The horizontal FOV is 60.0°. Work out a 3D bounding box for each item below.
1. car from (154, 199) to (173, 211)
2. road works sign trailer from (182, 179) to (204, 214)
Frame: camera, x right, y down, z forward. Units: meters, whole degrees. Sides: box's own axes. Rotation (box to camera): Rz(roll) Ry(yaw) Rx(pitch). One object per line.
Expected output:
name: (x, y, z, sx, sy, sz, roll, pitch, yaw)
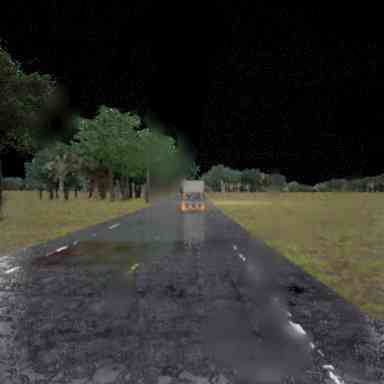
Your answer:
car: (-3.414, 1.526, 40.343, 1.994, 1.385, 4.181, 0, 0, 1)
road works sign trailer: (0.130, 0.452, 35.506, 2.380, 3.560, 2.880, 0, 0, 0)
